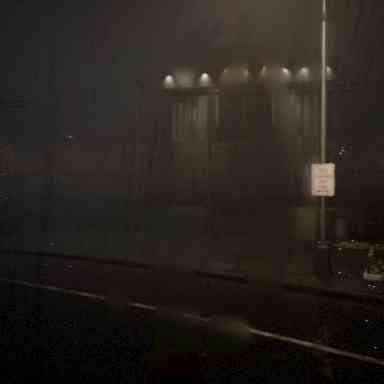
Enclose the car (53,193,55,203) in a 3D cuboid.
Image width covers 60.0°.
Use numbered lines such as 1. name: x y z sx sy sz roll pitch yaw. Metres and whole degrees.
1. car: -20.158 1.110 48.056 4.718 1.301 1.895 0 0 11
